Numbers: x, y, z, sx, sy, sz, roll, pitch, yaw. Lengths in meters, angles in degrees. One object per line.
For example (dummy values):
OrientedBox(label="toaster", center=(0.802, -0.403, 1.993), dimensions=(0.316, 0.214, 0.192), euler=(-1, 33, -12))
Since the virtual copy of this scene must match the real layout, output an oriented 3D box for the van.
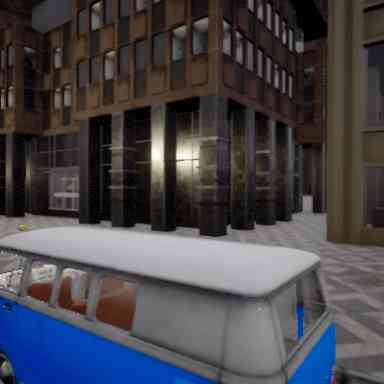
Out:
OrientedBox(label="van", center=(-0.649, 1.334, 3.423), dimensions=(3.998, 1.788, 1.690), euler=(0, 0, 36))
